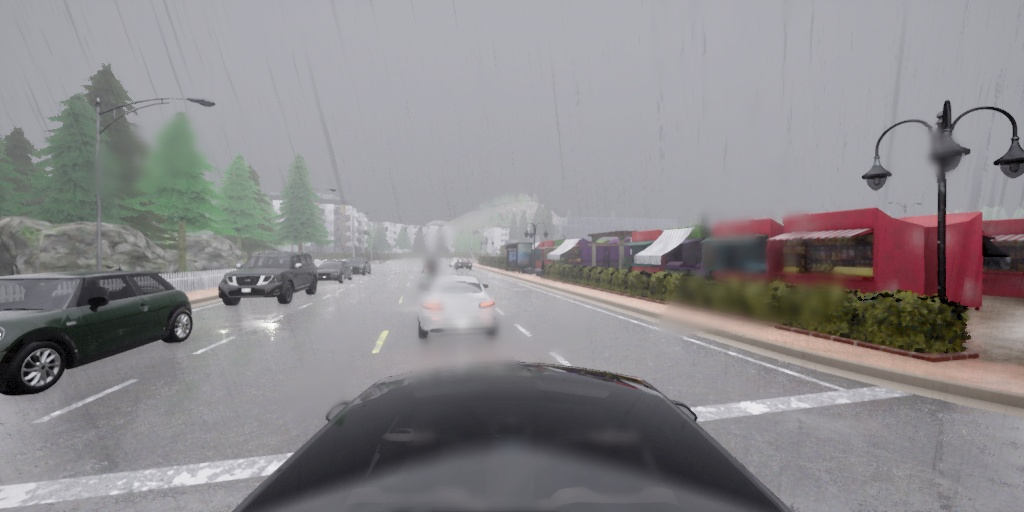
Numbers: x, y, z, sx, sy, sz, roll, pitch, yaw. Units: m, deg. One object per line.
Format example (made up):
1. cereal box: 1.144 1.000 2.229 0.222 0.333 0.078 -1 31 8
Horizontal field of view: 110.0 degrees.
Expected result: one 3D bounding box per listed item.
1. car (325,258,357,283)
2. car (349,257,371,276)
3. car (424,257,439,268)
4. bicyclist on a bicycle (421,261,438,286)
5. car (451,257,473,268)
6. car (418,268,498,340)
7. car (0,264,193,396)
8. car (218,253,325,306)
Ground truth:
1. car: -12.594 1.082 25.339 1.837 1.490 4.892 0 0 -13
2. car: -14.487 0.868 33.320 2.097 1.767 4.553 0 0 -13
3. car: -11.309 0.890 50.810 1.837 1.490 4.892 0 0 -13
4. bicyclist on a bicycle: -4.483 1.075 19.671 0.582 1.620 1.656 0 1 24
5. car: -6.013 1.040 43.798 1.895 1.301 4.718 0 0 -13
6. car: -1.560 1.223 9.848 1.812 1.442 4.674 0 0 -13
7. car: -8.070 1.075 6.291 2.097 1.767 4.553 0 0 -13
8. car: -10.298 0.872 15.718 2.150 2.045 5.566 0 0 -13
